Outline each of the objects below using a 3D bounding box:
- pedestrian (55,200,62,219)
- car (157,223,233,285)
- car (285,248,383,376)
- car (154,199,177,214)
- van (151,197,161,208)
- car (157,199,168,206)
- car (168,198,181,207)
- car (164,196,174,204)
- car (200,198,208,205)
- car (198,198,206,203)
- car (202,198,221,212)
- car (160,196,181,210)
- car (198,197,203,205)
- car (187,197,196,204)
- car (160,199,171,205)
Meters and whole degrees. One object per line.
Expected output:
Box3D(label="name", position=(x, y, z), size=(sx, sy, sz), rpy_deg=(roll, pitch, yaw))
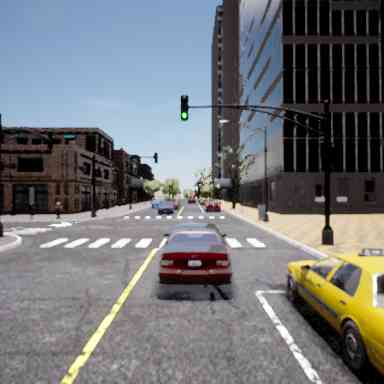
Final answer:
Box3D(label="pedestrian", position=(-12.551, 1.592, 31.203), size=(0.375, 1.860, 0.375), rpy_deg=(0, -1, 1))
Box3D(label="car", position=(0.082, 1.621, 9.774), size=(2.033, 1.411, 5.357), rpy_deg=(0, 0, 0))
Box3D(label="car", position=(2.838, 1.567, 5.434), size=(1.752, 1.417, 4.829), rpy_deg=(1, 0, 0))
Box3D(label="car", position=(-3.133, 1.850, 40.195), size=(2.033, 1.411, 5.357), rpy_deg=(0, 0, -3))
Box3D(label="van", position=(-5.689, 1.750, 54.293), size=(1.690, 1.788, 3.998), rpy_deg=(1, 0, 0))
Box3D(label="car", position=(-5.695, 2.075, 65.360), size=(1.802, 1.307, 4.206), rpy_deg=(1, 0, 0))
Box3D(label="car", position=(-3.080, 1.947, 60.470), size=(2.128, 1.511, 4.902), rpy_deg=(0, 0, 0))
Box3D(label="car", position=(-5.695, 1.934, 81.964), size=(2.192, 1.841, 5.009), rpy_deg=(1, 0, 0))
Box3D(label="car", position=(2.683, 2.103, 76.589), size=(1.752, 1.417, 4.829), rpy_deg=(1, 0, 0))
Box3D(label="car", position=(2.680, 2.205, 87.489), size=(1.887, 1.381, 4.507), rpy_deg=(1, 0, 0))
Box3D(label="car", position=(2.693, 1.765, 43.211), size=(1.967, 1.590, 4.097), rpy_deg=(1, 0, 0))
Box3D(label="car", position=(-3.106, 1.729, 50.094), size=(2.097, 1.767, 4.553), rpy_deg=(0, 0, 0))
Box3D(label="car", position=(2.685, 2.061, 71.055), size=(1.752, 1.417, 4.829), rpy_deg=(1, 0, 0))
Box3D(label="car", position=(-0.019, 1.964, 80.723), size=(2.097, 1.767, 4.553), rpy_deg=(0, 0, 0))
Box3D(label="car", position=(-5.696, 2.101, 70.894), size=(1.947, 1.339, 4.313), rpy_deg=(1, 0, 0))
